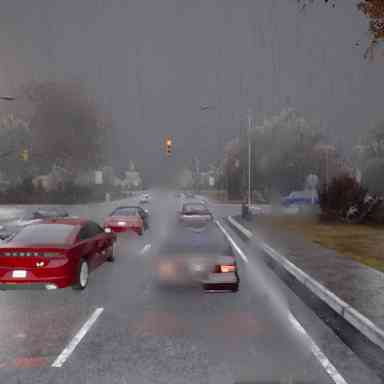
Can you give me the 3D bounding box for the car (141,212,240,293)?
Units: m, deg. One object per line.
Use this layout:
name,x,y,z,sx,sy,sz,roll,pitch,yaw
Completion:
car,0.106,1.516,8.940,2.033,1.411,5.357,0,0,0

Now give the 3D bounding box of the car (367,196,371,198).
car,24.093,1.217,43.784,5.357,1.411,2.033,0,1,-3

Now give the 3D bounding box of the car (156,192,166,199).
car,-7.094,0.862,76.613,2.128,1.511,4.902,0,1,-1

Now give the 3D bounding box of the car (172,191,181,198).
car,-3.936,0.788,86.116,1.895,1.301,4.718,0,1,-4

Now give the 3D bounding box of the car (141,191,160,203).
car,-7.057,0.791,55.259,2.150,2.045,5.566,0,0,0

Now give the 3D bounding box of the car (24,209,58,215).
car,-7.090,1.514,15.790,1.895,1.301,4.718,0,0,0

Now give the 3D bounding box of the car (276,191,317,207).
car,13.792,0.896,43.207,5.566,2.045,2.150,0,1,-4

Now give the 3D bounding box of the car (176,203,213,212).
car,0.141,1.380,18.632,2.128,1.511,4.902,0,0,-1

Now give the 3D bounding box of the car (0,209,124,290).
car,-3.392,1.445,9.014,1.882,1.535,5.008,0,0,0

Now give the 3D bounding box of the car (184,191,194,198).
car,-0.436,0.716,86.199,2.128,1.511,4.902,0,1,-4

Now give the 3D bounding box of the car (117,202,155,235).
car,-3.387,1.458,18.001,1.994,1.385,4.181,0,0,0

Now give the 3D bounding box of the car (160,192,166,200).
car,-7.005,0.956,66.006,2.128,1.511,4.902,0,1,0
